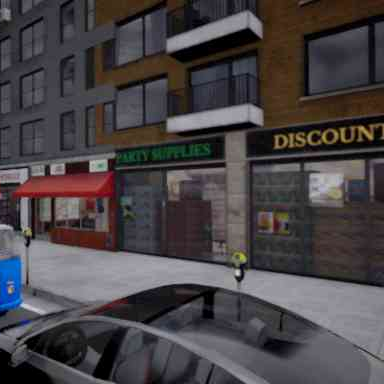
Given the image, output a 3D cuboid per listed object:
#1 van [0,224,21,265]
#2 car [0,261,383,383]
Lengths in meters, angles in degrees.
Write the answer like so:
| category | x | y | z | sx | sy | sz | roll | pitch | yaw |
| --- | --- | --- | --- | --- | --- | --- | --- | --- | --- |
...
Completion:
| category | x | y | z | sx | sy | sz | roll | pitch | yaw |
| --- | --- | --- | --- | --- | --- | --- | --- | --- | --- |
| van | -4.890 | 1.412 | 6.292 | 3.998 | 1.788 | 1.690 | -1 | 0 | 35 |
| car | -0.401 | 1.584 | 3.094 | 4.313 | 1.339 | 1.947 | -1 | 0 | 35 |
